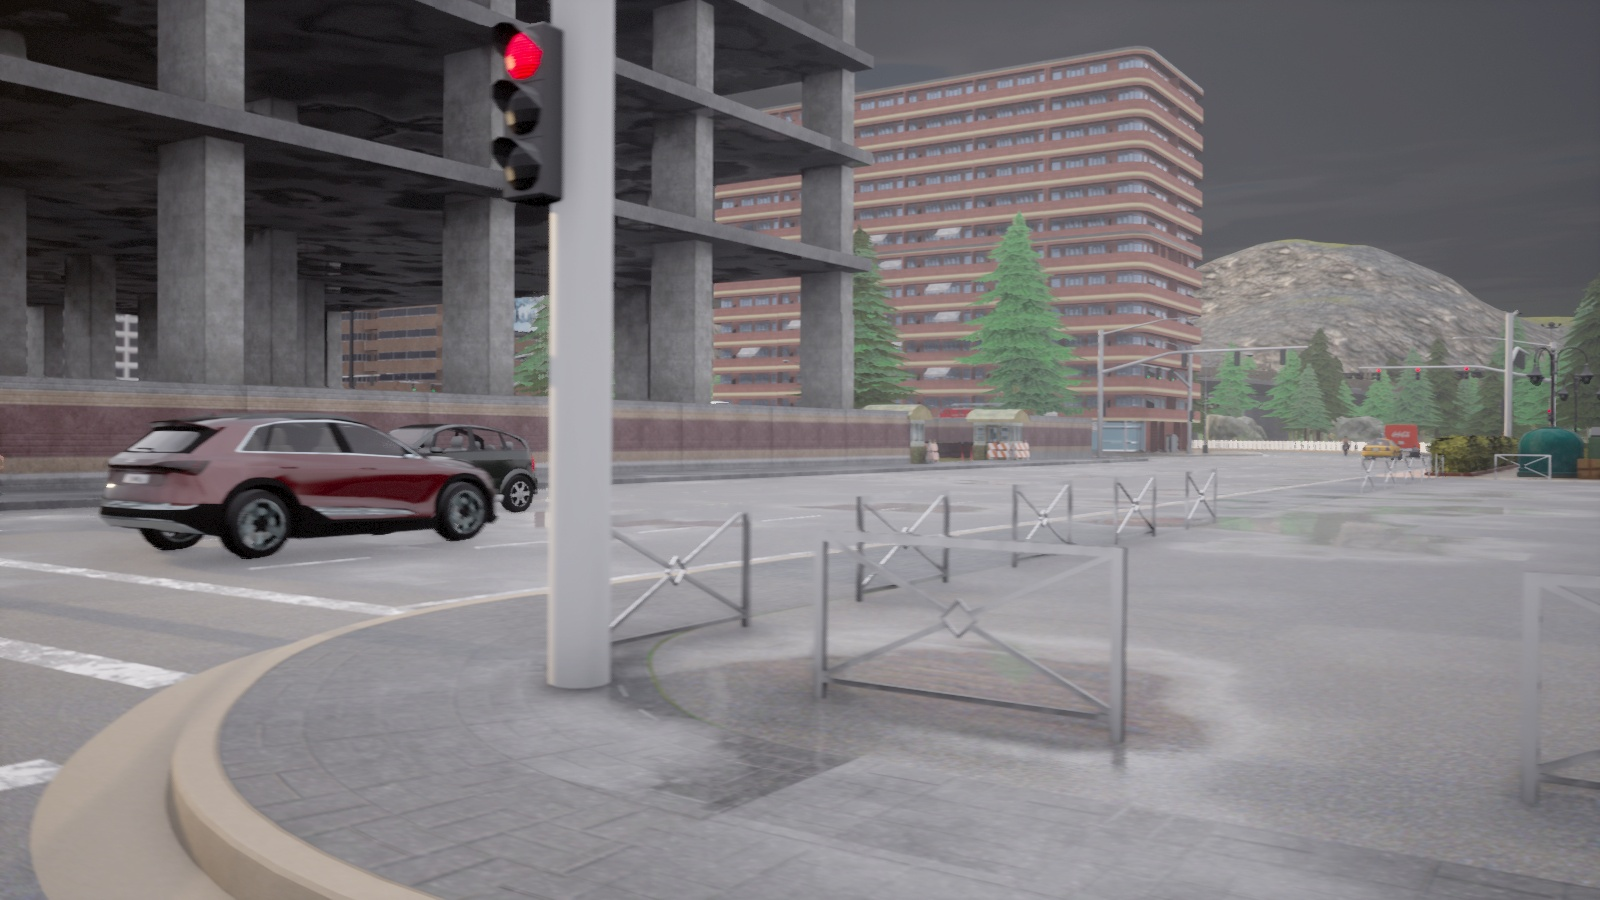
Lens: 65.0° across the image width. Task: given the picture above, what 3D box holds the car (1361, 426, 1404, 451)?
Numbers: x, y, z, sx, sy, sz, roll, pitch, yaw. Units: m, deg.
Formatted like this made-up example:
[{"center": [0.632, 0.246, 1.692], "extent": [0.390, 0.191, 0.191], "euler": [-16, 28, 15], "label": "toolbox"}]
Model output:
[{"center": [38.144, -0.794, 82.186], "extent": [1.801, 1.575, 5.366], "euler": [0, 1, 33], "label": "car"}]

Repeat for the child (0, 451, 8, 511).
[{"center": [-14.903, 0.572, 23.183], "extent": [0.255, 1.110, 0.394], "euler": [0, 1, 27], "label": "child"}]

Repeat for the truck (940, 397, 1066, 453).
[{"center": [14.564, -1.738, 90.237], "extent": [8.468, 3.827, 2.891], "euler": [0, 1, 34], "label": "truck"}]

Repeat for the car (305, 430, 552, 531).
[{"center": [-6.201, 0.446, 21.310], "extent": [1.789, 1.549, 3.705], "euler": [0, 1, 33], "label": "car"}]

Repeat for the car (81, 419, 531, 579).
[{"center": [-5.837, 0.468, 15.504], "extent": [2.033, 1.649, 4.856], "euler": [0, 1, 33], "label": "car"}]
